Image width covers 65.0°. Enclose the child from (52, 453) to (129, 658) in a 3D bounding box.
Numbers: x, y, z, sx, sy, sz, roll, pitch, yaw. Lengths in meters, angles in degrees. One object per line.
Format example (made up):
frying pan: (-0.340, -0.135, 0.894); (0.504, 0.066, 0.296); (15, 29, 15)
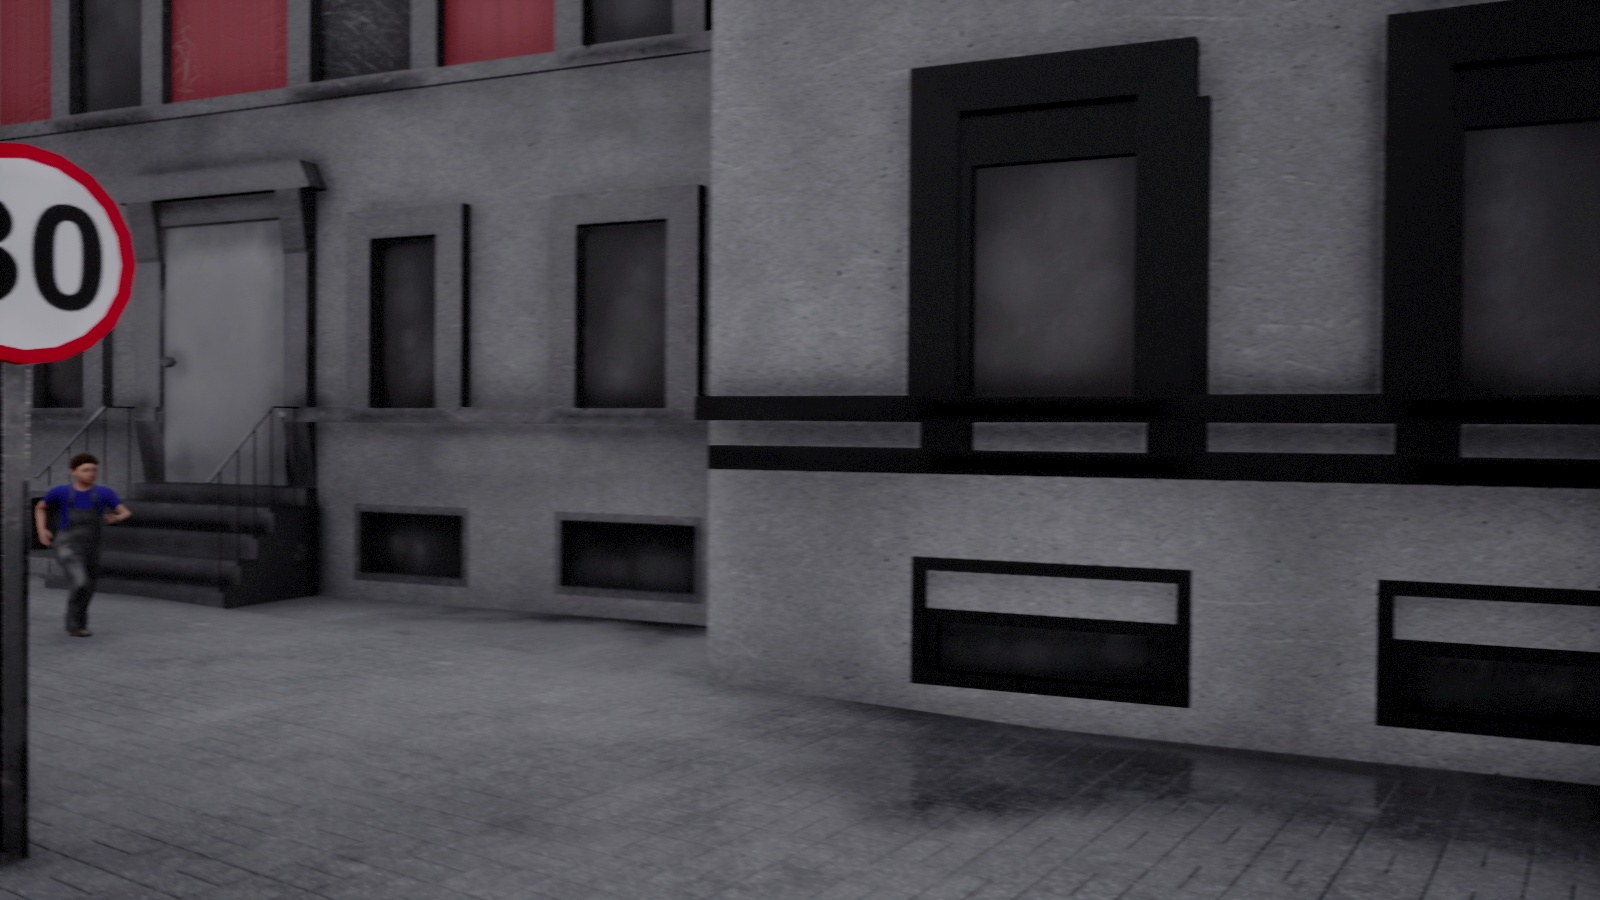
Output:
child: (-4.524, 0.653, 8.004); (0.437, 1.263, 0.270); (0, 1, 39)
